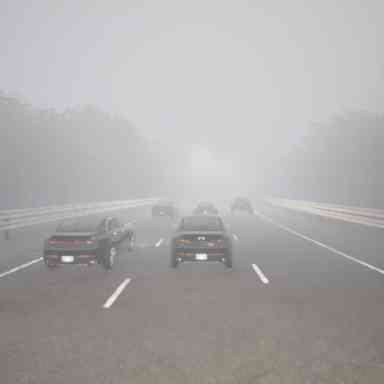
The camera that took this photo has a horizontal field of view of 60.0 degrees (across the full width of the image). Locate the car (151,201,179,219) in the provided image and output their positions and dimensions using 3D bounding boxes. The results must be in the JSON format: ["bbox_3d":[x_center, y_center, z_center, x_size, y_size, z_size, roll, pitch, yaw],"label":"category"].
[{"bbox_3d":[-2.252,1.481,28.966,1.882,1.535,5.008,0,0,4],"label":"car"}]

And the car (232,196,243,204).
[{"bbox_3d":[8.503,1.452,62.033,1.895,1.301,4.718,0,0,9],"label":"car"}]

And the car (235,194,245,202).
[{"bbox_3d":[11.267,1.272,77.378,2.097,1.767,4.553,0,0,11],"label":"car"}]

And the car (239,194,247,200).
[{"bbox_3d":[13.747,1.364,88.891,1.812,1.442,4.674,0,0,14],"label":"car"}]

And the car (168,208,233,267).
[{"bbox_3d":[0.328,1.509,11.434,1.837,1.490,4.892,0,0,2],"label":"car"}]

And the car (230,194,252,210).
[{"bbox_3d":[5.104,1.211,34.788,2.097,1.767,4.553,0,0,5],"label":"car"}]

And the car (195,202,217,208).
[{"bbox_3d":[1.206,1.571,28.237,1.994,1.385,4.181,0,0,4],"label":"car"}]

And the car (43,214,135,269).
[{"bbox_3d":[-3.184,1.505,11.109,1.837,1.490,4.892,0,0,1],"label":"car"}]
